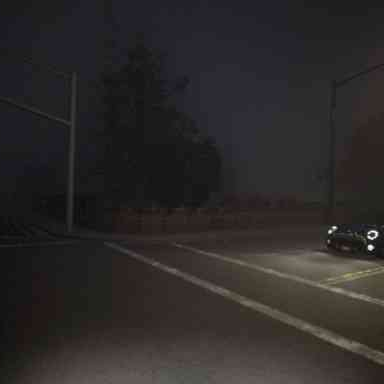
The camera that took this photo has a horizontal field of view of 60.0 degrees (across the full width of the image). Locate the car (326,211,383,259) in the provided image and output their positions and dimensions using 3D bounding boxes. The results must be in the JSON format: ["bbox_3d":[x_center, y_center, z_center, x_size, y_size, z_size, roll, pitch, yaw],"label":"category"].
[{"bbox_3d":[7.591,1.563,13.650,4.553,1.767,2.097,1,0,-34],"label":"car"}]
